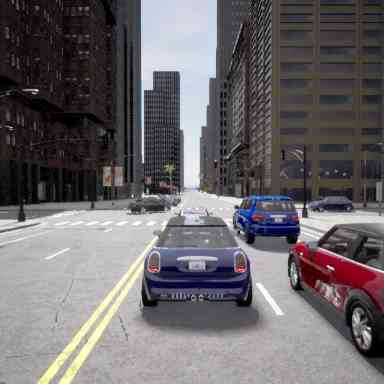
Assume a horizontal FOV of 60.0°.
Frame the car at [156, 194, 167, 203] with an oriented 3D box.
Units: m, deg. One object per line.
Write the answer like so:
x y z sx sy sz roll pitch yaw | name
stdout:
-6.515 1.312 71.280 2.097 1.767 4.553 0 0 0 | car

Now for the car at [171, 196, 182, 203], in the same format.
-3.266 1.496 71.473 2.033 1.411 5.357 0 0 0 | car

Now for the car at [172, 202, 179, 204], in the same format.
0.089 1.480 17.075 2.128 1.511 4.902 0 0 0 | car

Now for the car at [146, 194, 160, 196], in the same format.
-6.597 1.469 51.389 1.837 1.490 4.892 0 0 2 | car

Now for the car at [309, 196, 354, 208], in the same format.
15.345 1.277 36.934 4.553 1.767 2.097 0 1 -1 | car

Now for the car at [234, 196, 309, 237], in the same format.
3.349 1.211 15.890 2.150 2.045 5.566 0 0 -2 | car

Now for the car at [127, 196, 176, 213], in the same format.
-4.466 1.477 35.023 4.892 1.490 1.837 0 1 -42 | car

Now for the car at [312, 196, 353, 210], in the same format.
16.670 1.323 39.636 4.097 1.590 1.967 0 1 0 | car

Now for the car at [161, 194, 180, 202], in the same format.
-3.344 1.490 51.331 1.812 1.442 4.674 0 0 2 | car

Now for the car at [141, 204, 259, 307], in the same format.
0.094 1.348 8.138 2.097 1.767 4.553 0 0 0 | car

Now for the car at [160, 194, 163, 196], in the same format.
-6.586 1.524 61.309 1.994 1.385 4.181 0 0 0 | car

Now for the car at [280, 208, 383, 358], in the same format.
3.344 1.349 6.180 2.097 1.767 4.553 0 0 0 | car
